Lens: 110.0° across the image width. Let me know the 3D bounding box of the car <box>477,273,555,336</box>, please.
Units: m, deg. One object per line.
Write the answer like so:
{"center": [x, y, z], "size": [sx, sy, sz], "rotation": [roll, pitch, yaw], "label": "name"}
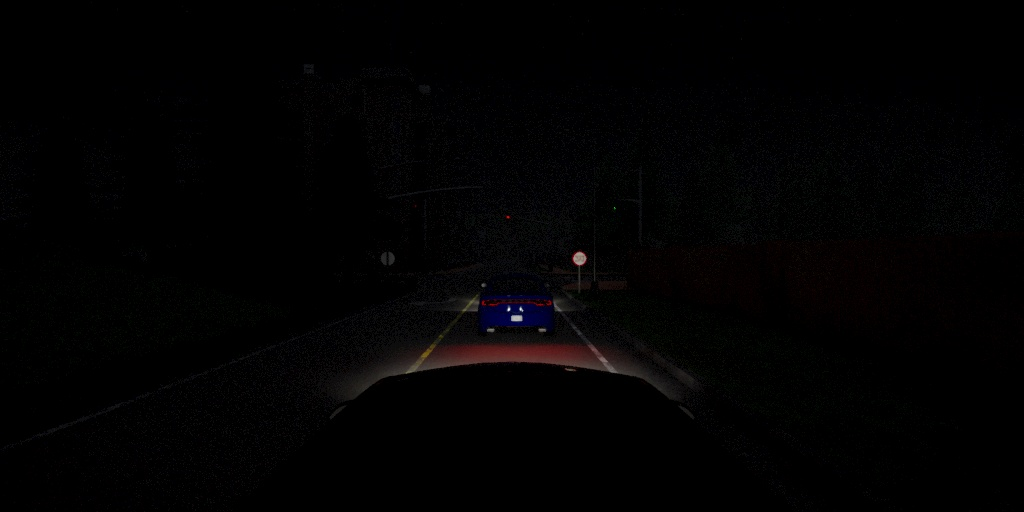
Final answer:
{"center": [0.098, 1.228, 10.415], "size": [1.882, 1.535, 5.008], "rotation": [0, 0, 0], "label": "car"}
